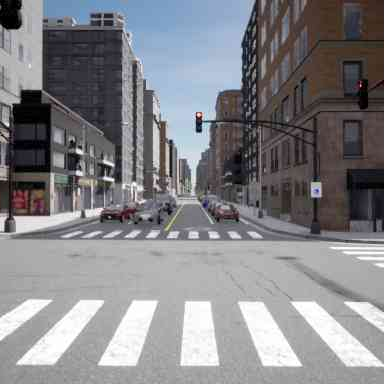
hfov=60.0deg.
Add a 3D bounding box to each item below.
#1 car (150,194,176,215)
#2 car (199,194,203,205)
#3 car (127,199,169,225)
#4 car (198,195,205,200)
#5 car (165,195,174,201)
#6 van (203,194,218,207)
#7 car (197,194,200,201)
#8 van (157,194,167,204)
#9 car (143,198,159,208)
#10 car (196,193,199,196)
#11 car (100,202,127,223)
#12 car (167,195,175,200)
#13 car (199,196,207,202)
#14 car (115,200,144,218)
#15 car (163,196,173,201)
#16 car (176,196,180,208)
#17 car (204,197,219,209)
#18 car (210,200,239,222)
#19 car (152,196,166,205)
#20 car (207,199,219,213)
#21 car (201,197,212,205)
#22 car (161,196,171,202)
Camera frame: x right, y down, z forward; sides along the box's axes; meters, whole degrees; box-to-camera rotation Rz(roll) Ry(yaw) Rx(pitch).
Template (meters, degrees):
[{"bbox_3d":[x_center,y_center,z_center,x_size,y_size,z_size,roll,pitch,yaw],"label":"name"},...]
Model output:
[{"bbox_3d":[-3.138,1.230,34.517,2.150,2.045,5.566,0,0,0],"label":"car"},{"bbox_3d":[2.629,1.329,48.633,2.192,1.841,5.009,1,0,0],"label":"car"},{"bbox_3d":[-3.104,1.497,24.346,2.128,1.511,4.902,0,0,-1],"label":"car"},{"bbox_3d":[2.581,1.565,94.190,1.752,1.417,4.829,1,0,0],"label":"car"},{"bbox_3d":[-5.940,1.603,88.342,1.947,1.339,4.313,1,0,0],"label":"car"},{"bbox_3d":[2.635,1.353,42.960,1.690,1.788,3.998,1,0,0],"label":"van"},{"bbox_3d":[2.603,1.593,71.327,1.947,1.339,4.313,1,0,0],"label":"car"},{"bbox_3d":[-5.915,1.365,65.650,1.690,1.788,3.998,1,0,0],"label":"van"},{"bbox_3d":[-5.899,1.596,48.632,1.802,1.307,4.206,1,0,0],"label":"car"},{"bbox_3d":[2.594,1.349,82.674,2.192,1.841,5.009,1,0,0],"label":"car"},{"bbox_3d":[-5.876,1.551,25.940,1.887,1.381,4.507,1,0,0],"label":"car"},{"bbox_3d":[-5.946,1.585,94.015,1.887,1.381,4.507,1,0,0],"label":"car"},{"bbox_3d":[2.597,1.556,77.170,1.752,1.417,4.829,1,0,0],"label":"car"},{"bbox_3d":[-5.882,1.552,31.613,1.887,1.381,4.507,1,0,0],"label":"car"},{"bbox_3d":[-5.934,1.600,82.669,1.947,1.339,4.313,1,0,0],"label":"car"},{"bbox_3d":[-3.132,1.577,46.078,1.994,1.385,4.181,0,0,0],"label":"car"},{"bbox_3d":[2.638,1.591,37.287,1.802,1.307,4.206,1,0,0],"label":"car"},{"bbox_3d":[2.650,1.588,25.940,1.802,1.307,4.206,1,0,0],"label":"car"},{"bbox_3d":[-5.910,1.461,59.977,1.967,1.590,4.097,1,0,0],"label":"car"},{"bbox_3d":[2.644,1.589,31.613,1.802,1.307,4.206,1,0,0],"label":"car"},{"bbox_3d":[2.615,1.602,59.980,1.802,1.307,4.206,1,0,0],"label":"car"},{"bbox_3d":[-5.928,1.582,76.996,2.008,1.369,4.403,1,0,0],"label":"car"}]
